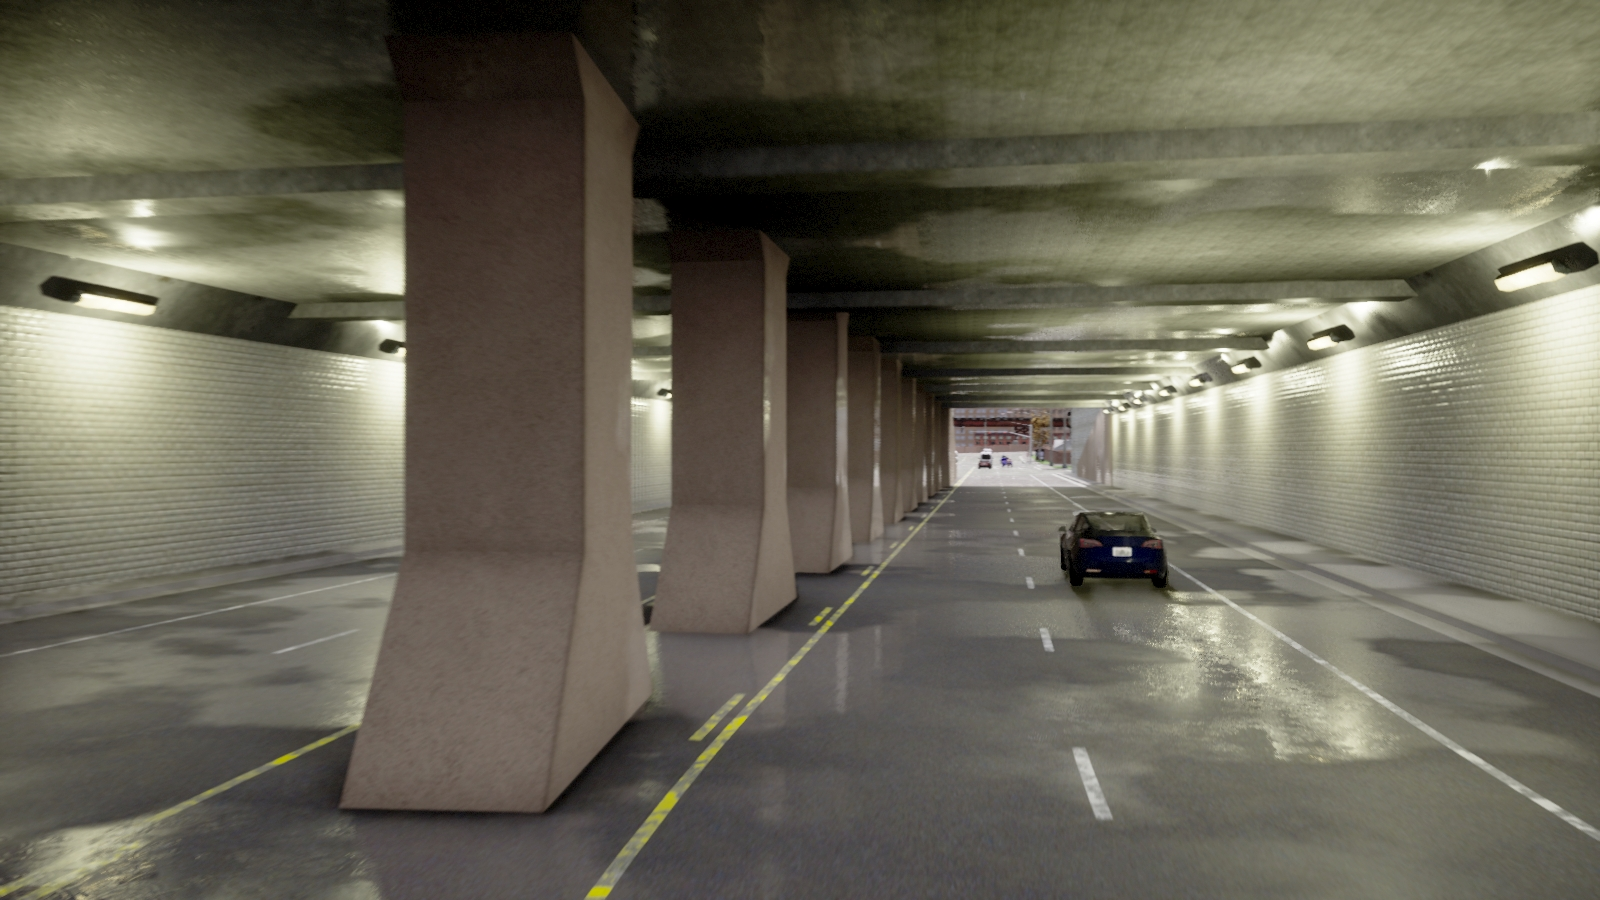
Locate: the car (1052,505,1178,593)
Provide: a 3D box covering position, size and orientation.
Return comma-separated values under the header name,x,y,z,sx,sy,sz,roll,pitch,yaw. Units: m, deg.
name,x,y,z,sx,sy,sz,roll,pitch,yaw
car,6.746,2.066,24.969,2.163,1.488,4.792,0,0,9
